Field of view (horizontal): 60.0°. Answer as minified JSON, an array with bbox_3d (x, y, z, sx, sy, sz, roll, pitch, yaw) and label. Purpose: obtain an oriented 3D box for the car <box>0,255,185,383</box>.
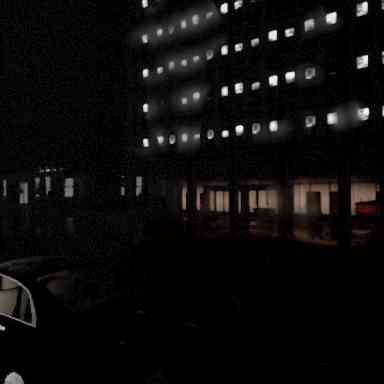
[{"bbox_3d":[-2.129,1.527,4.401,4.403,1.369,2.008,0,-1,35],"label":"car"}]
